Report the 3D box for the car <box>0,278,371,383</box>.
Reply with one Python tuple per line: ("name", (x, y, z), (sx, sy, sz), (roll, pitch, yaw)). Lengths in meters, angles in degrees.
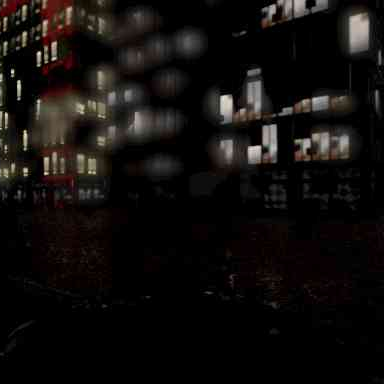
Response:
("car", (-0.602, 1.588, 3.300), (4.313, 1.339, 1.947), (-1, 0, 36))
